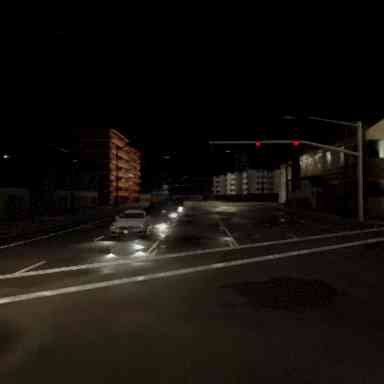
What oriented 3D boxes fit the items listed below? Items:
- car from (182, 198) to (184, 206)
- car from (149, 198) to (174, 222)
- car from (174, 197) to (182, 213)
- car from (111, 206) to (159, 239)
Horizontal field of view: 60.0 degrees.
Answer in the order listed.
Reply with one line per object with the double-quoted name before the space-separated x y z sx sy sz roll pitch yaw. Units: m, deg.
"car" -2.343 1.576 55.556 2.128 1.511 4.902 -1 0 2
"car" -3.053 1.674 29.356 2.097 1.767 4.553 -1 0 1
"car" -2.726 1.713 41.656 1.882 1.535 5.008 -1 1 2
"car" -3.309 1.787 19.291 1.812 1.442 4.674 -1 -1 2
